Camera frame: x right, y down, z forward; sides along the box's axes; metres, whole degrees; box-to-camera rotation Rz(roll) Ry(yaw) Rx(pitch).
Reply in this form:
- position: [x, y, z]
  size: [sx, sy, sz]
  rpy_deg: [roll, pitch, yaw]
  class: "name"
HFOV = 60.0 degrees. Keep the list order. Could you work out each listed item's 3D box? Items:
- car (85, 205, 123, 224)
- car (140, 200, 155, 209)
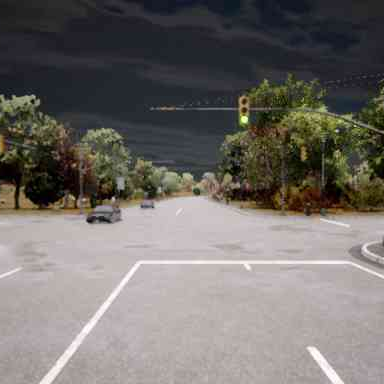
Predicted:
- position: [-7.009, 1.785, 27.143]
  size: [2.033, 1.411, 5.357]
  rpy_deg: [0, 0, 0]
  class: "car"
- position: [-7.020, 2.015, 52.640]
  size: [1.994, 1.385, 4.181]
  rpy_deg: [0, 0, 0]
  class: "car"
